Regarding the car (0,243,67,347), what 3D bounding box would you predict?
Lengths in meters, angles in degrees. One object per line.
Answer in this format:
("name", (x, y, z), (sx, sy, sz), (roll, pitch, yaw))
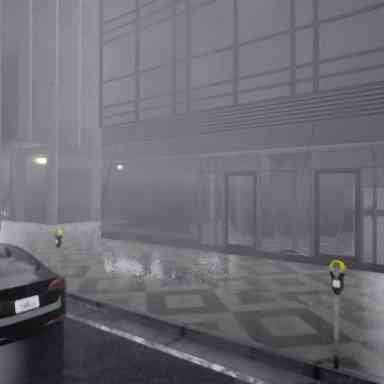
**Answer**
("car", (-3.938, 1.557, 5.719), (4.313, 1.339, 1.947), (0, 0, 35))
